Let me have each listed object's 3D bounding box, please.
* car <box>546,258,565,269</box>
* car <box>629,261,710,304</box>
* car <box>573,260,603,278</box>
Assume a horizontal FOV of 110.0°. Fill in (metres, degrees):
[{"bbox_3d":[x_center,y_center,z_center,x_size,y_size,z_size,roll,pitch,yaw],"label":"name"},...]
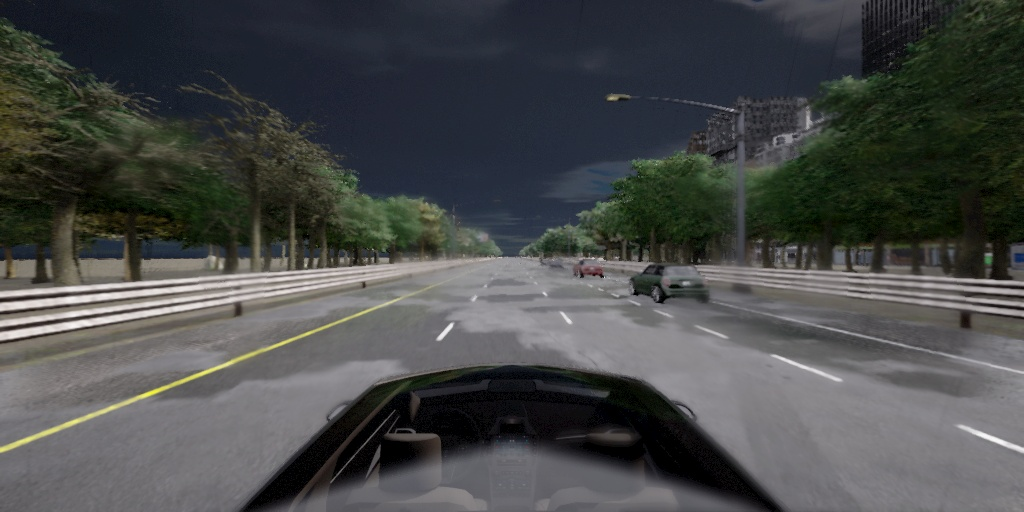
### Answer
[{"bbox_3d":[7.047,1.358,57.615,1.895,1.301,4.718,0,0,0],"label":"car"},{"bbox_3d":[7.007,1.106,16.515,2.097,1.767,4.553,0,0,0],"label":"car"},{"bbox_3d":[7.024,1.108,33.541,2.097,1.767,4.553,0,0,0],"label":"car"}]
